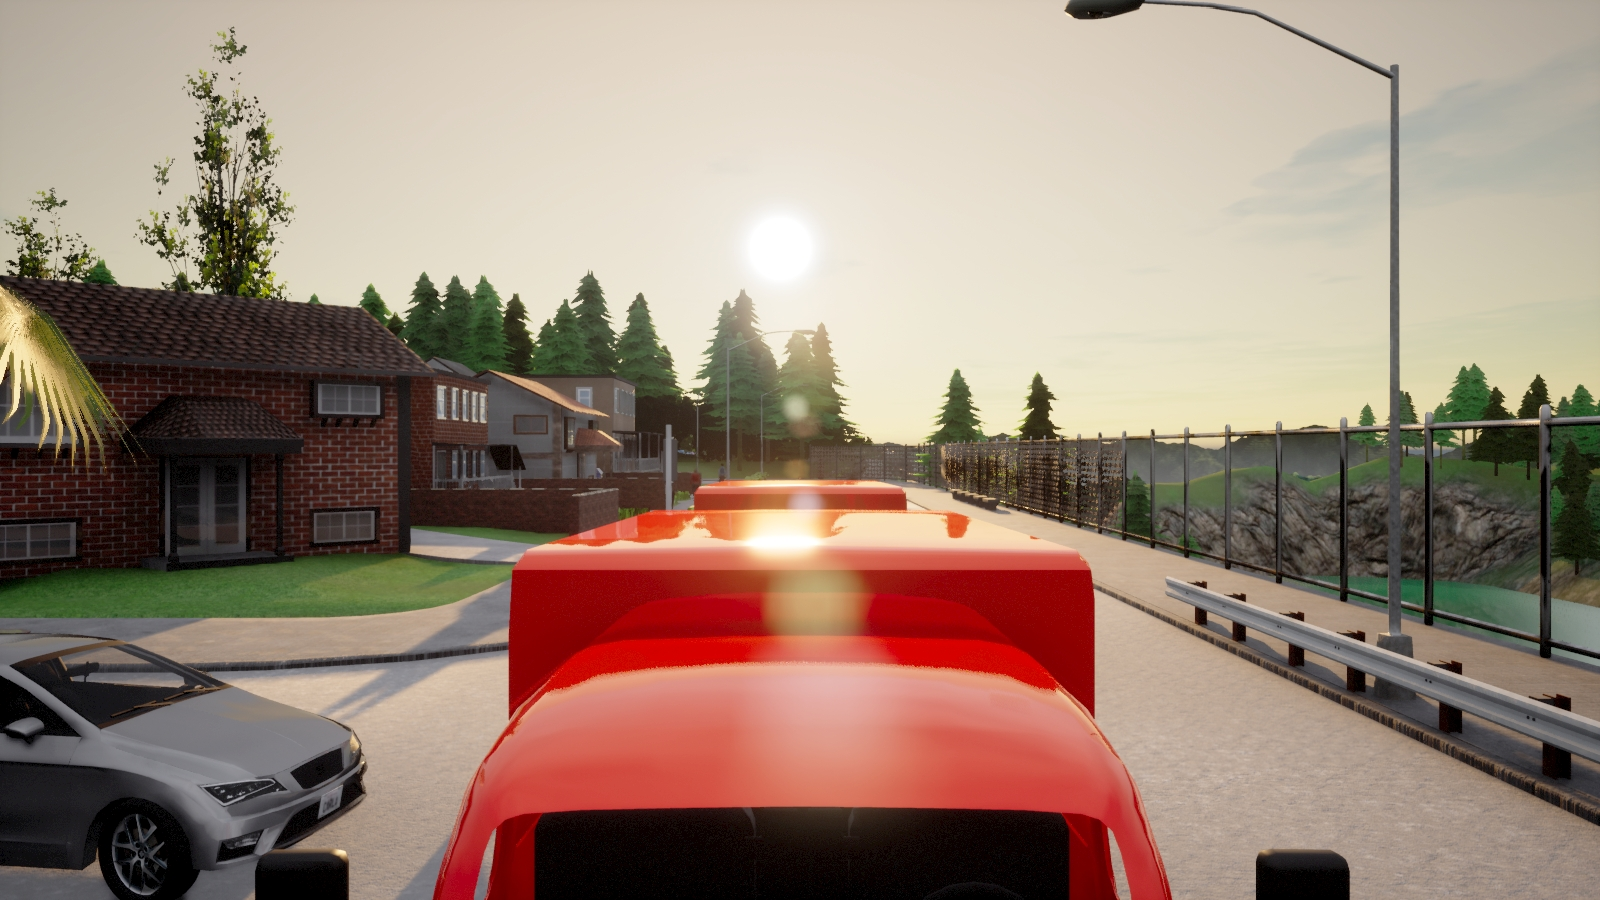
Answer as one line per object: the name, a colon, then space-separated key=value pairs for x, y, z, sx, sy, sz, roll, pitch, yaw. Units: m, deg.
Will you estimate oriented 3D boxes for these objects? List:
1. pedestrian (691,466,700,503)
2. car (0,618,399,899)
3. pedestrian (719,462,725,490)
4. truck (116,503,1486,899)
pedestrian: x=-5.294 y=1.768 z=57.904 sx=0.375 sy=1.860 sz=0.375 roll=0 pitch=0 yaw=0
car: x=-5.218 y=2.069 z=7.982 sx=4.193 sy=1.474 sz=1.816 roll=0 pitch=0 yaw=8
pedestrian: x=-5.289 y=1.776 z=77.288 sx=0.375 sy=1.860 sz=0.375 roll=0 pitch=0 yaw=0
truck: x=0.003 y=1.571 z=4.792 sx=2.627 sy=2.467 sz=5.204 roll=0 pitch=0 yaw=0
